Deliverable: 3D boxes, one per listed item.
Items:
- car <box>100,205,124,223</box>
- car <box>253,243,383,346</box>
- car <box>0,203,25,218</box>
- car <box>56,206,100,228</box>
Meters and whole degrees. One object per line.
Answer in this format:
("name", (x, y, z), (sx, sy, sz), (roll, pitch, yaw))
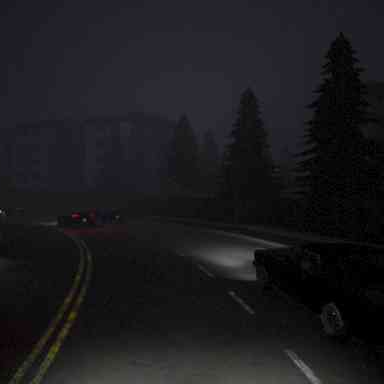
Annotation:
("car", (-7.651, 1.914, 29.497), (1.812, 1.442, 4.674), (1, -1, -39))
("car", (2.817, 1.676, 6.623), (1.895, 1.301, 4.718), (0, -1, -9))
("car", (-20.173, 2.000, 36.301), (4.902, 1.511, 2.128), (-1, -1, 35))
("car", (-9.014, 1.870, 25.620), (1.812, 1.442, 4.674), (1, -1, -36))
